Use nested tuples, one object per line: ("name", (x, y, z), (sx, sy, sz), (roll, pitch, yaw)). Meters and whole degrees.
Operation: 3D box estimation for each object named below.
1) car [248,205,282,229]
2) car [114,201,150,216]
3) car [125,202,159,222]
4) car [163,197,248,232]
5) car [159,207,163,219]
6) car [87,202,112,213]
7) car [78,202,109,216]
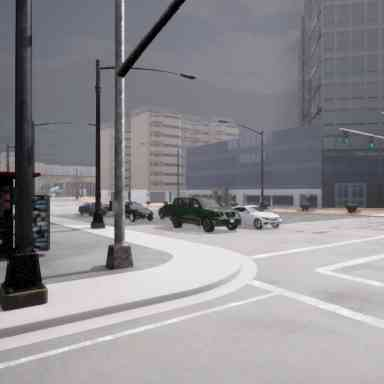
("car", (3.940, 1.635, 22.720), (1.812, 1.442, 4.674), (0, -1, -35))
("car", (-6.873, 1.841, 37.649), (2.128, 1.511, 4.902), (0, -1, -36))
("car", (-5.135, 1.741, 29.287), (1.837, 1.490, 4.892), (0, -1, -36))
("car", (0.673, 1.335, 21.289), (2.150, 2.045, 5.566), (0, -1, -36))
("car", (-1.360, 1.740, 30.107), (1.812, 1.442, 4.674), (0, -1, -36))
("car", (-12.706, 2.060, 45.741), (1.994, 1.385, 4.181), (0, -1, -35))
("car", (-11.381, 1.939, 37.903), (2.033, 1.411, 5.357), (0, -1, -36))
